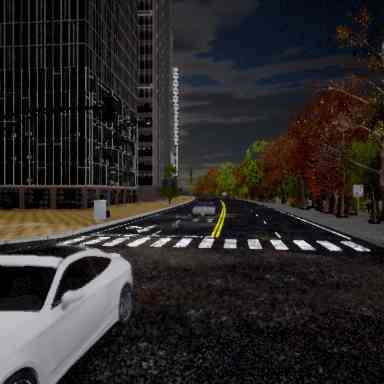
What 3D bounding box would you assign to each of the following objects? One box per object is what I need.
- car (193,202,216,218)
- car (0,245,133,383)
[{"bbox_3d":[1.163,1.608,30.529,1.895,1.301,4.718,0,0,7],"label":"car"},{"bbox_3d":[-2.186,1.548,4.515,1.812,1.442,4.674,0,0,8],"label":"car"}]
